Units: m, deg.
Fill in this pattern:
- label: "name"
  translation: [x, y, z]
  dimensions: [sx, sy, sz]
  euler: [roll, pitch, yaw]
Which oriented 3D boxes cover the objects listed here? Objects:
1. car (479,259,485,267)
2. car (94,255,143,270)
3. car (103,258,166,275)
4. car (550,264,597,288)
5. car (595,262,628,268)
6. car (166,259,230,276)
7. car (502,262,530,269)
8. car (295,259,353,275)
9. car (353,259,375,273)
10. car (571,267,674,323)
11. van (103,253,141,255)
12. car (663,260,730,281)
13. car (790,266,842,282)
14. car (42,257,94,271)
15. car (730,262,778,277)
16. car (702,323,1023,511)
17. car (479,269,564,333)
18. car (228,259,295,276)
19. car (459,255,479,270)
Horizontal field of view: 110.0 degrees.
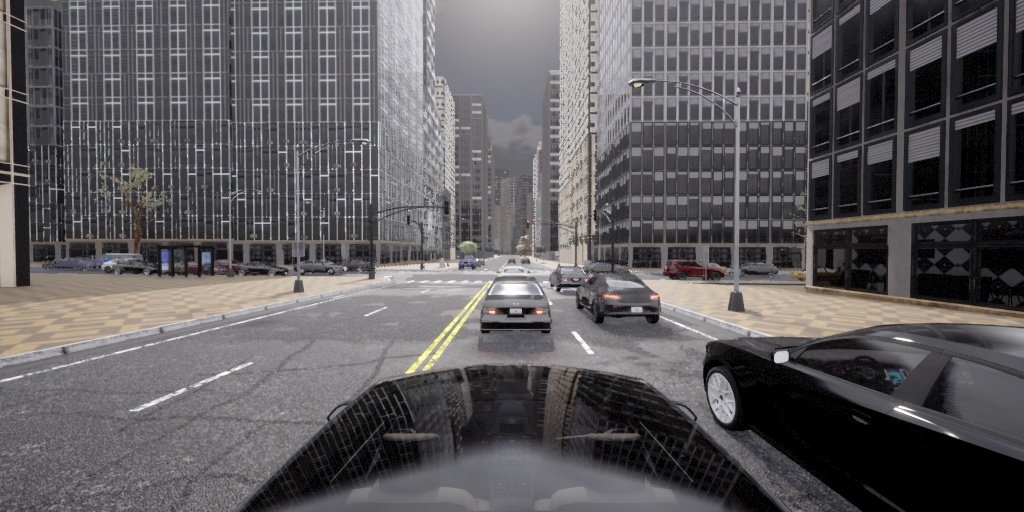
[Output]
- label: "car"
  translation: [-6.592, 1.193, 63.788]
  dimensions: [2.128, 1.511, 4.902]
  euler: [0, 0, 0]
- label: "car"
  translation: [-37.960, 0.951, 35.668]
  dimensions: [4.674, 1.442, 1.812]
  euler: [1, 1, 2]
- label: "car"
  translation: [-34.110, 1.069, 32.952]
  dimensions: [4.313, 1.339, 1.948]
  euler: [0, 0, 1]
- label: "car"
  translation: [3.344, 1.287, 21.317]
  dimensions: [2.033, 1.411, 5.357]
  euler: [0, 0, 0]
- label: "car"
  translation: [9.683, 1.345, 38.363]
  dimensions: [5.357, 1.411, 2.033]
  euler: [1, 1, 7]
- label: "car"
  translation: [-28.429, 1.138, 32.782]
  dimensions: [4.207, 1.307, 1.802]
  euler: [0, 0, 1]
- label: "car"
  translation: [0.092, 1.266, 20.228]
  dimensions: [1.812, 1.442, 4.674]
  euler: [0, 0, 0]
- label: "car"
  translation: [-18.814, 1.091, 35.279]
  dimensions: [4.902, 1.511, 2.128]
  euler: [1, 1, 1]
- label: "car"
  translation: [-17.300, 1.066, 38.452]
  dimensions: [4.892, 1.490, 1.837]
  euler: [1, 1, 1]
- label: "car"
  translation: [3.347, 1.271, 11.906]
  dimensions: [1.812, 1.442, 4.674]
  euler: [0, 0, 0]
- label: "van"
  translation: [-45.305, 0.605, 41.608]
  dimensions: [3.998, 1.789, 1.690]
  euler: [0, 0, 1]
- label: "car"
  translation: [16.180, 1.268, 32.141]
  dimensions: [5.009, 1.841, 2.192]
  euler: [0, 0, 1]
- label: "car"
  translation: [27.628, 1.578, 31.950]
  dimensions: [4.829, 1.417, 1.751]
  euler: [0, 0, 1]
- label: "car"
  translation: [-47.565, 0.833, 39.050]
  dimensions: [5.357, 1.411, 2.033]
  euler: [1, 1, 1]
- label: "car"
  translation: [25.197, 1.431, 37.767]
  dimensions: [4.902, 1.511, 2.128]
  euler: [1, 1, 1]
- label: "car"
  translation: [3.345, 1.227, 2.560]
  dimensions: [1.882, 1.535, 5.008]
  euler: [0, 0, 0]
- label: "car"
  translation: [0.097, 1.294, 10.637]
  dimensions: [2.033, 1.411, 5.357]
  euler: [0, 0, 0]
- label: "car"
  translation: [-22.745, 1.173, 32.651]
  dimensions: [4.313, 1.339, 1.948]
  euler: [0, 0, 1]
- label: "car"
  translation: [-6.621, 0.935, 53.870]
  dimensions: [2.150, 2.045, 5.566]
  euler: [0, 0, 0]
